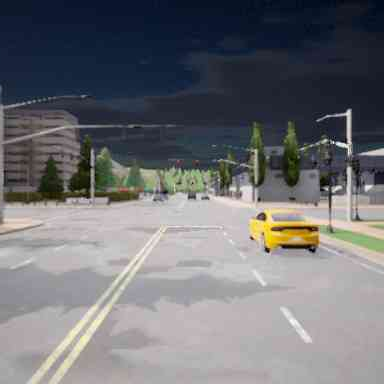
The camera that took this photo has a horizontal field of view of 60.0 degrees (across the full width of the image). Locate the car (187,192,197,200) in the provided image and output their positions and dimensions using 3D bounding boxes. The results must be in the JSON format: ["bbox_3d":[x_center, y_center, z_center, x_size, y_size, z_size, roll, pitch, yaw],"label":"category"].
[{"bbox_3d":[-0.007,1.054,83.328,2.150,2.045,5.566,0,0,0],"label":"car"}]

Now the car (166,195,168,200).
[{"bbox_3d":[-7.008,1.357,84.307,2.128,1.511,4.902,0,0,0],"label":"car"}]

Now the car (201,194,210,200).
[{"bbox_3d":[3.493,1.423,83.703,1.895,1.301,4.718,0,0,0],"label":"car"}]

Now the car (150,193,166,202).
[{"bbox_3d":[-7.007,1.366,68.686,1.837,1.490,4.892,0,0,0],"label":"car"}]

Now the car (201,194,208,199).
[{"bbox_3d":[3.492,1.268,94.010,1.895,1.301,4.718,0,0,0],"label":"car"}]

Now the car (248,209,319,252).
[{"bbox_3d":[3.569,1.451,13.732,1.882,1.535,5.008,0,0,0],"label":"car"}]
